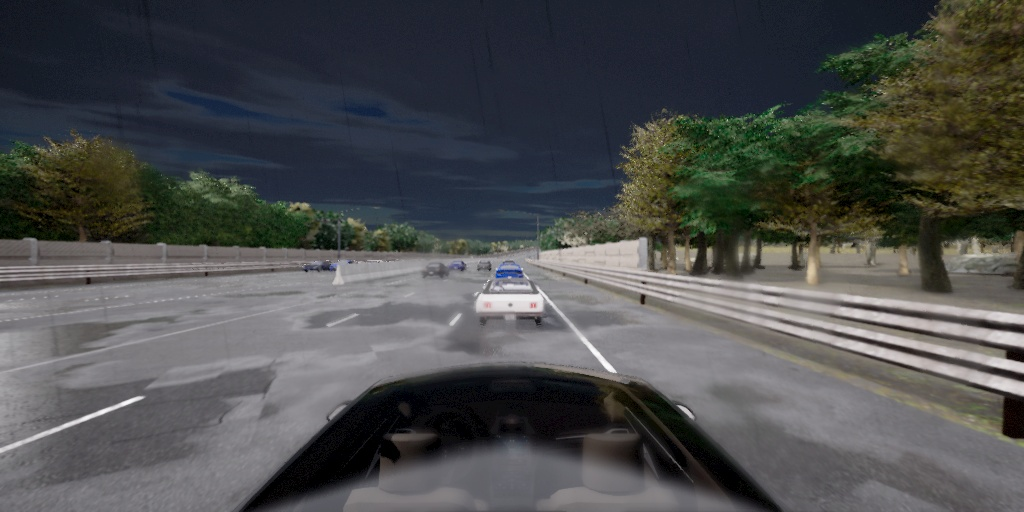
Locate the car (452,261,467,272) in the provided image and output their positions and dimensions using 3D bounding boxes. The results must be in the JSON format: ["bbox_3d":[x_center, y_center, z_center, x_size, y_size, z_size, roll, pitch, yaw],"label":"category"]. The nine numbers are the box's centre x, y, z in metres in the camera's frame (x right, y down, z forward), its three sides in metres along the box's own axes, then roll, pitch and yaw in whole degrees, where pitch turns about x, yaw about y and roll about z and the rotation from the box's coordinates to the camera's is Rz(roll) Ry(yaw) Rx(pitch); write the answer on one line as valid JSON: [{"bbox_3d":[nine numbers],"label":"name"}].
[{"bbox_3d":[-7.331,1.350,49.095,1.812,1.442,4.674,0,0,-1],"label":"car"}]

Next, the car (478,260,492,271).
[{"bbox_3d":[-3.874,1.318,51.570,2.128,1.511,4.902,0,0,-1],"label":"car"}]

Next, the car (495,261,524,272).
[{"bbox_3d":[-0.181,1.265,25.670,1.882,1.535,5.008,0,0,-1],"label":"car"}]

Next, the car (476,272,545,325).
[{"bbox_3d":[-0.047,1.367,11.899,1.895,1.301,4.718,0,0,0],"label":"car"}]

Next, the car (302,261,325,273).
[{"bbox_3d":[-24.919,1.369,46.499,2.033,1.411,5.357,0,0,-1],"label":"car"}]

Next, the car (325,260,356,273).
[{"bbox_3d":[-21.417,1.300,45.991,1.882,1.535,5.008,0,0,0],"label":"car"}]

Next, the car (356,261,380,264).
[{"bbox_3d":[-17.920,1.386,46.146,1.994,1.385,4.181,0,0,-1],"label":"car"}]

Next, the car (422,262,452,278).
[{"bbox_3d":[-7.173,1.327,33.993,1.812,1.442,4.674,0,0,-1],"label":"car"}]
